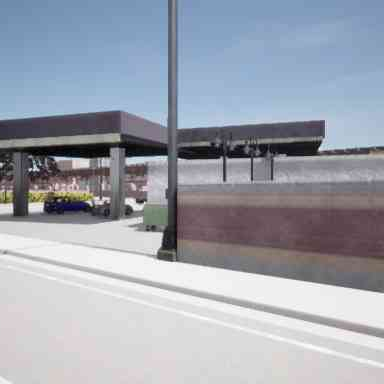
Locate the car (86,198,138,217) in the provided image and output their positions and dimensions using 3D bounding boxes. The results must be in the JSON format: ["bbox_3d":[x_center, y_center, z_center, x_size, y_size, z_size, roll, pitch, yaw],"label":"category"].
[{"bbox_3d":[-7.276,1.453,30.483,1.970,1.475,3.806,0,0,37],"label":"car"}]

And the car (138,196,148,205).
[{"bbox_3d":[-8.269,1.484,61.054,1.882,1.535,5.008,0,0,36],"label":"car"}]

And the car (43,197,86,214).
[{"bbox_3d":[-12.351,1.293,33.281,2.242,1.667,4.611,0,0,37],"label":"car"}]
